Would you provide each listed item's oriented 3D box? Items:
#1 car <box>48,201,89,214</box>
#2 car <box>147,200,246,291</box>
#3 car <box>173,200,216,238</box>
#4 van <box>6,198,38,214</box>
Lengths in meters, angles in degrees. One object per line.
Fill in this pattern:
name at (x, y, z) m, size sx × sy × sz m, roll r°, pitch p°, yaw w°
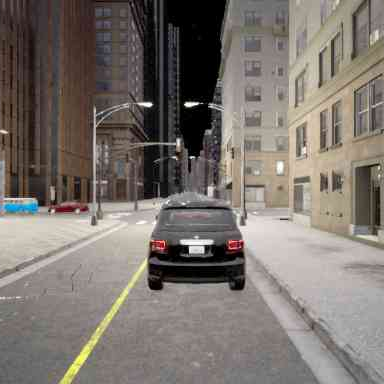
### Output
car at (-13.917, 1.724, 37.529) m, size 4.507 × 1.381 × 1.887 m, roll -1°, pitch 0°, yaw 0°
car at (0.115, 1.223, 9.187) m, size 2.150 × 2.045 × 5.566 m, roll 0°, pitch 0°, yaw 0°
car at (0.126, 1.357, 18.636) m, size 2.097 × 1.767 × 4.553 m, roll 0°, pitch 0°, yaw 0°
van at (-19.544, 1.588, 37.558) m, size 3.998 × 1.788 × 1.690 m, roll -1°, pitch 0°, yaw 0°
